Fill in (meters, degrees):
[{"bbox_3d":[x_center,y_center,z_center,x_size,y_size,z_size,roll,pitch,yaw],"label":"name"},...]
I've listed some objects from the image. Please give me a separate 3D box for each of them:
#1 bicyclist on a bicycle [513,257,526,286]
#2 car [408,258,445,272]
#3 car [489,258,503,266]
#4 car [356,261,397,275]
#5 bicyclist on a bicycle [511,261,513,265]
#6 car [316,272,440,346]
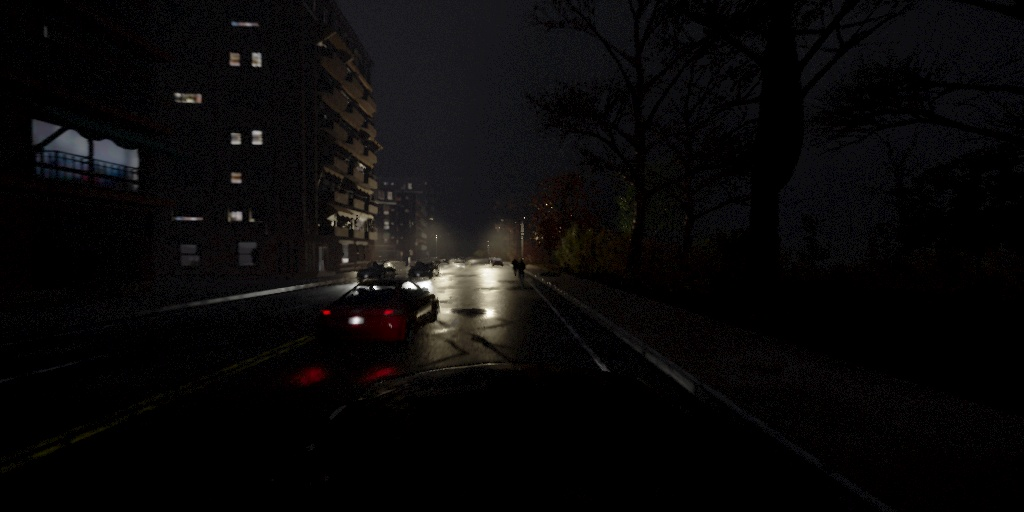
[{"bbox_3d":[0.581,1.023,22.487,0.659,1.776,1.843,0,1,-2],"label":"bicyclist on a bicycle"},{"bbox_3d":[-7.152,1.131,29.426,2.128,1.511,4.902,0,0,-2],"label":"car"},{"bbox_3d":[-2.498,1.018,61.366,2.033,1.411,5.357,0,0,-4],"label":"car"},{"bbox_3d":[-10.340,1.148,27.676,2.128,1.511,4.902,0,0,-2],"label":"car"},{"bbox_3d":[0.253,0.981,31.557,0.659,1.776,1.843,0,1,-2],"label":"bicyclist on a bicycle"},{"bbox_3d":[-3.210,1.287,9.349,1.994,1.385,4.181,0,0,-1],"label":"car"}]
